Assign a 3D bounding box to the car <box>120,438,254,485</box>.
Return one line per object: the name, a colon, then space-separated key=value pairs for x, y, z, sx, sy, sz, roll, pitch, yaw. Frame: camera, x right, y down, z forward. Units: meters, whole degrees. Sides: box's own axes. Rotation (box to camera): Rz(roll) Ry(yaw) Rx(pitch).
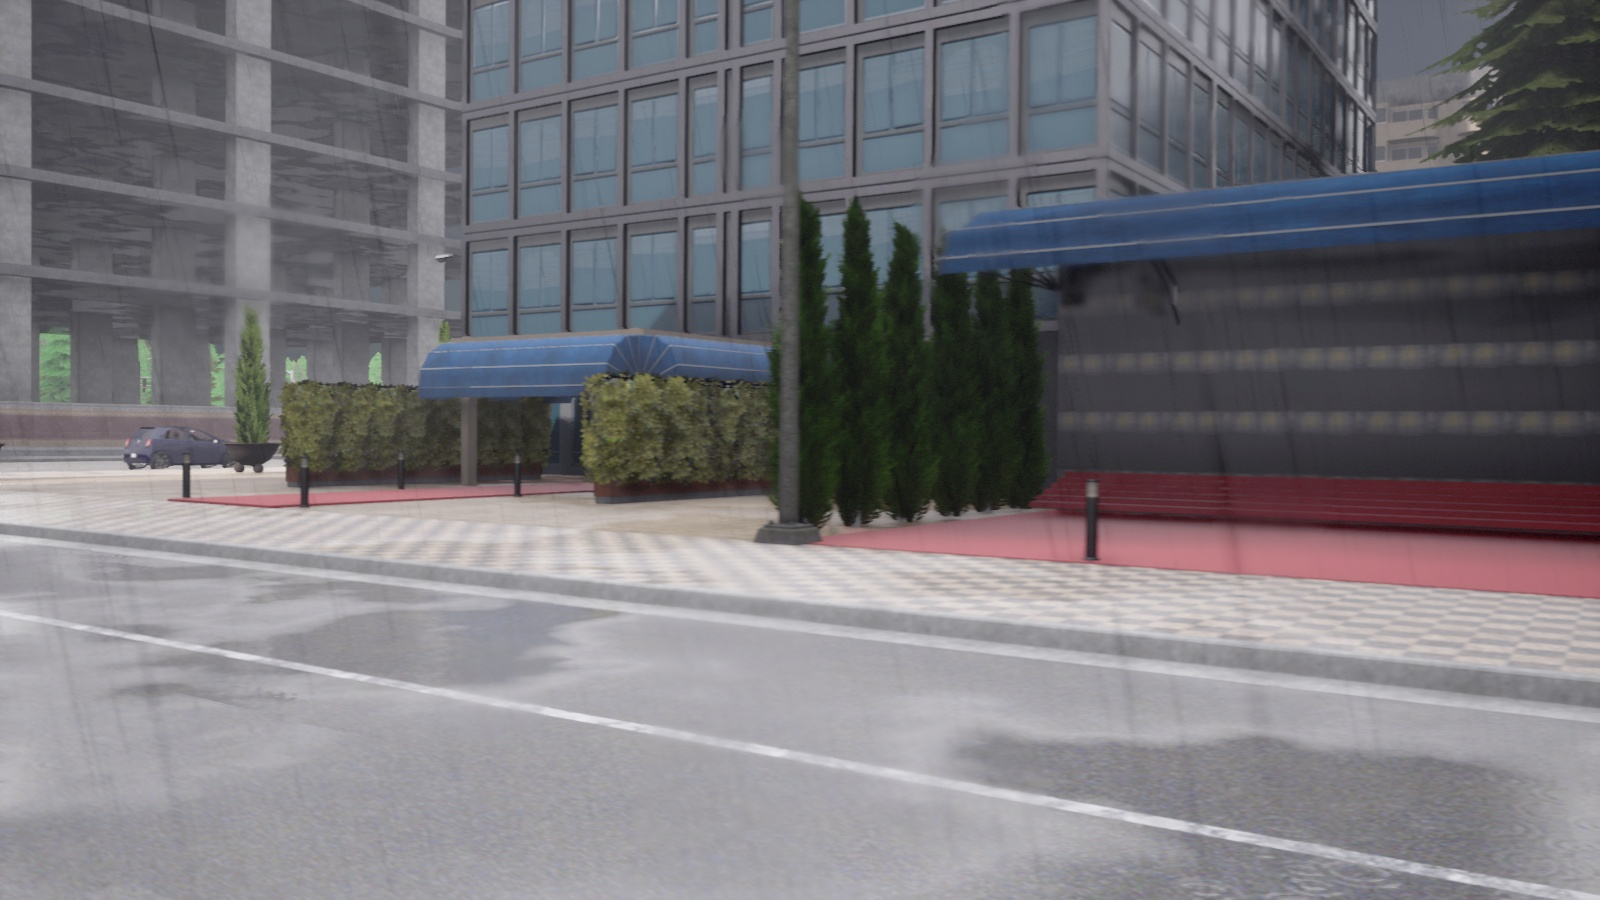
car: x=-20.747 y=0.352 z=42.599 sx=1.845 sy=1.501 sz=3.633 roll=0 pitch=1 yaw=34
